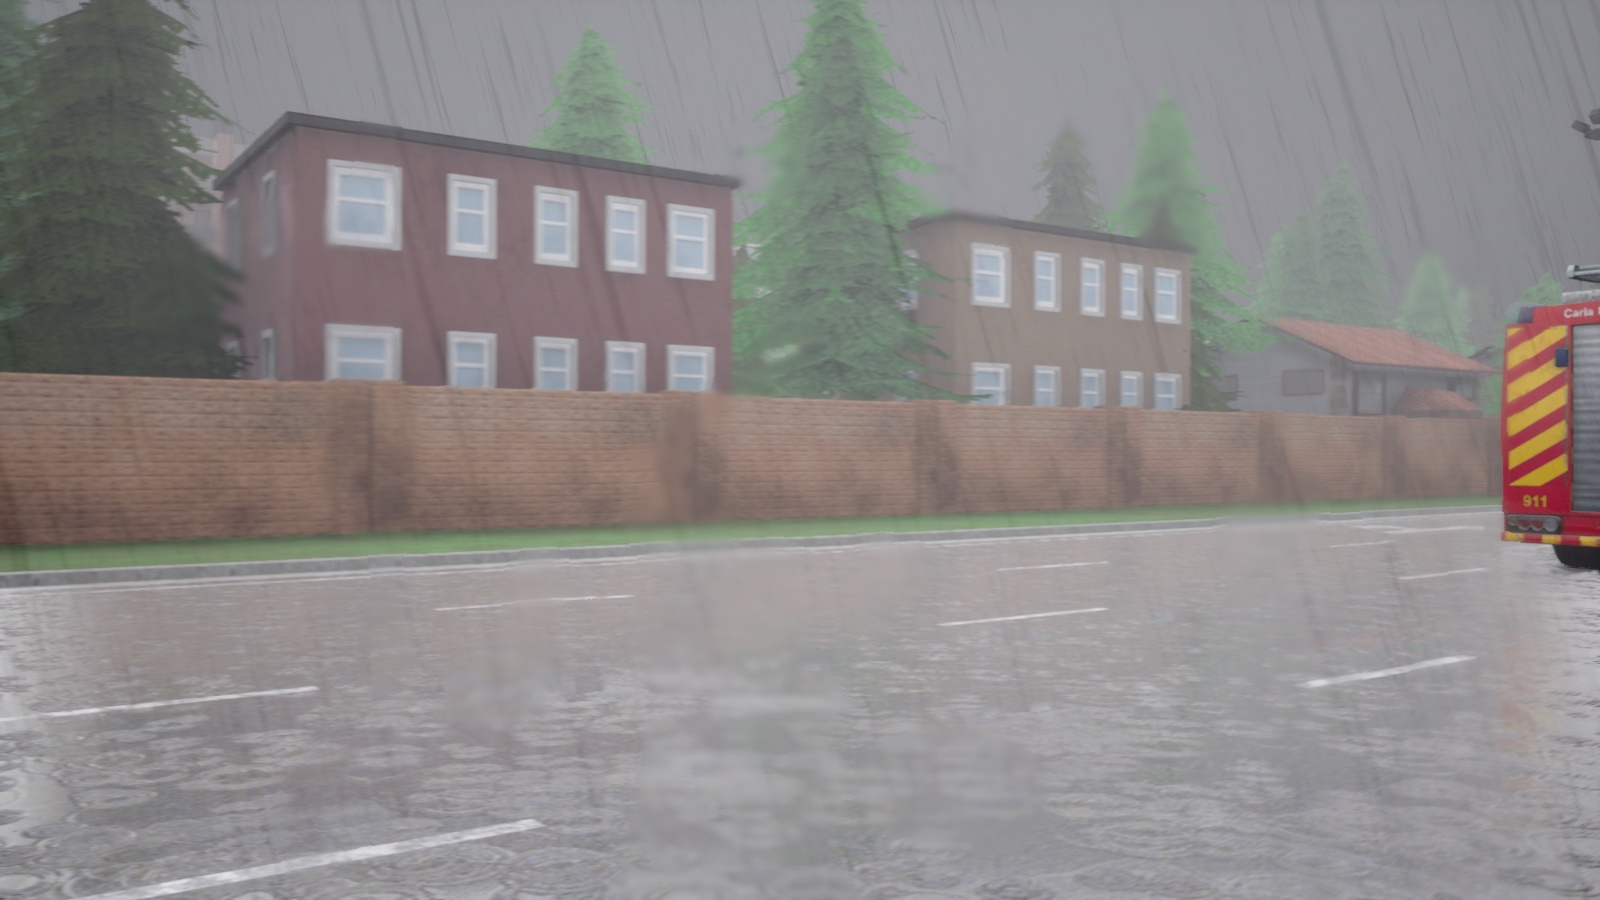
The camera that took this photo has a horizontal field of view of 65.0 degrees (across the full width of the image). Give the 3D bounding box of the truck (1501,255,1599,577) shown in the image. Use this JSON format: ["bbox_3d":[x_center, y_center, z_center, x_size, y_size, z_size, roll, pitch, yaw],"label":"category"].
[{"bbox_3d":[13.155,-0.405,17.084,8.468,3.827,2.891,0,0,-35],"label":"truck"}]
